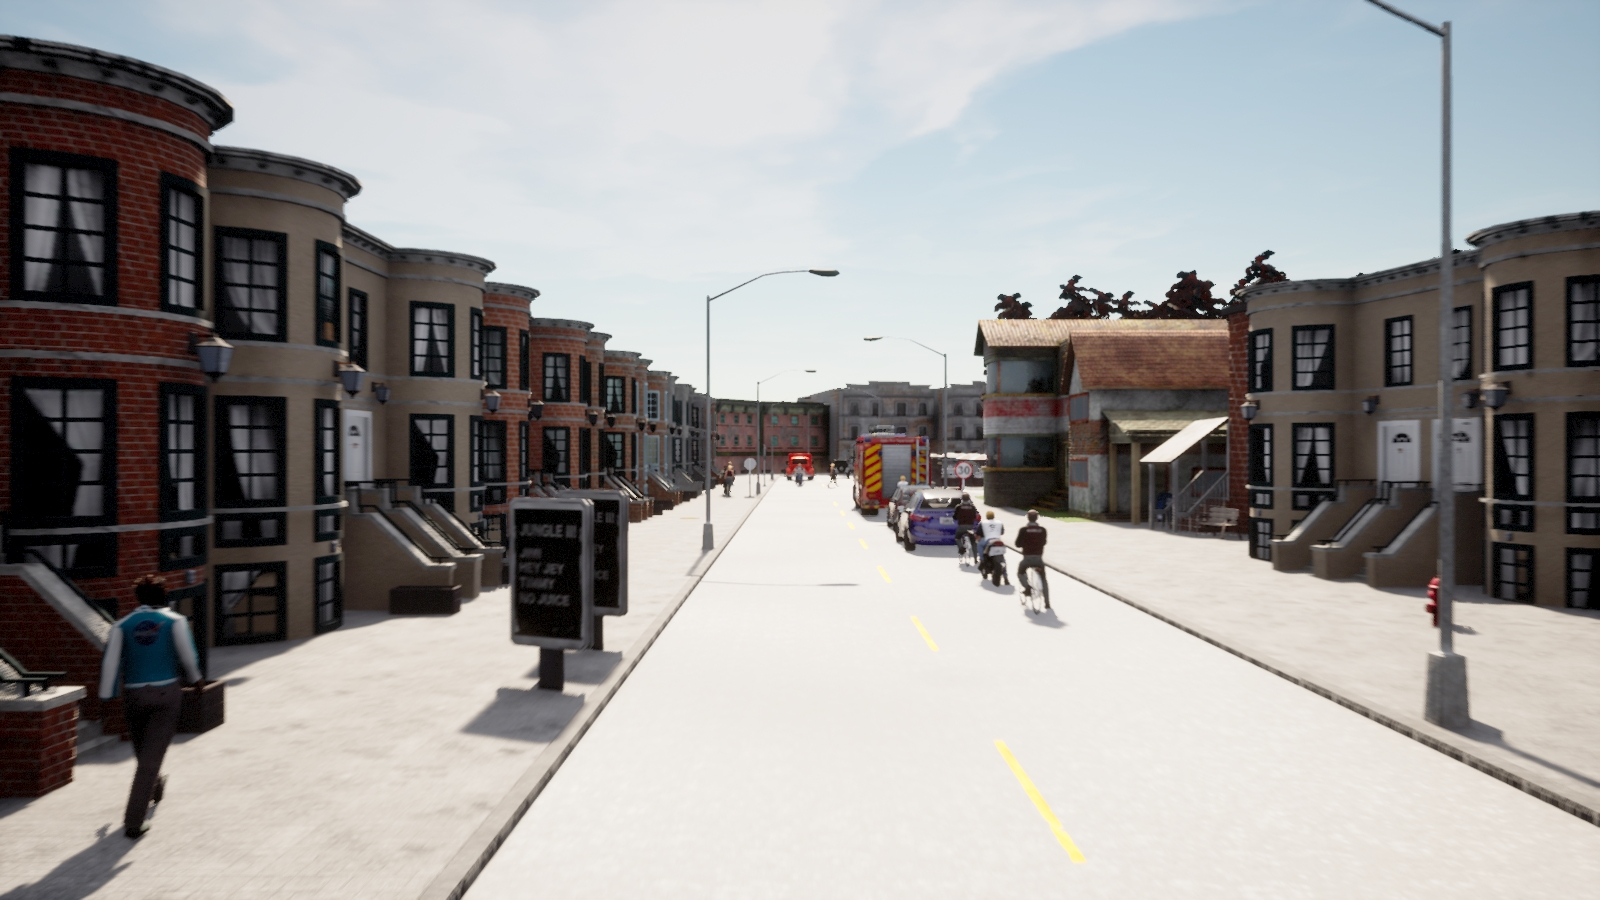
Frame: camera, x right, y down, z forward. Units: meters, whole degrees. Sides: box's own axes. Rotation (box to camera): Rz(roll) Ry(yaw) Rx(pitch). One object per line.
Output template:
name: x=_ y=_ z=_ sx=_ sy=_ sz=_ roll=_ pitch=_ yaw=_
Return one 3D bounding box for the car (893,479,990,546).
car: x=3.995 y=1.747 z=33.099 sx=2.242 sy=1.667 sz=4.611 roll=0 pitch=0 yaw=0

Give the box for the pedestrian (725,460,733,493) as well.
pedestrian: x=-4.081 y=1.523 z=65.904 sx=0.375 sy=1.860 sz=0.375 roll=0 pitch=0 yaw=12

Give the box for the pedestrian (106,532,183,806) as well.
pedestrian: x=-4.644 y=1.525 z=8.106 sx=0.375 sy=1.860 sz=0.375 roll=0 pitch=0 yaw=-11

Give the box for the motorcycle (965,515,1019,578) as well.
motorcycle: x=3.995 y=1.993 z=23.935 sx=0.803 sy=1.145 sz=2.033 roll=0 pitch=0 yaw=0

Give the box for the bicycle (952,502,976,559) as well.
bicycle: x=3.988 y=1.940 z=27.847 sx=0.329 sy=1.271 sz=1.835 roll=0 pitch=0 yaw=0

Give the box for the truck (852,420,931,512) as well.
truck: x=3.985 y=0.671 z=51.769 sx=2.891 sy=3.827 sz=8.468 roll=0 pitch=0 yaw=0

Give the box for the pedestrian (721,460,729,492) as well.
pedestrian: x=-4.412 y=1.524 z=67.513 sx=0.375 sy=1.860 sz=0.375 roll=0 pitch=0 yaw=12

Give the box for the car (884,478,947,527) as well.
car: x=3.999 y=1.800 z=40.110 sx=1.789 sy=1.549 sz=3.705 roll=0 pitch=0 yaw=0
